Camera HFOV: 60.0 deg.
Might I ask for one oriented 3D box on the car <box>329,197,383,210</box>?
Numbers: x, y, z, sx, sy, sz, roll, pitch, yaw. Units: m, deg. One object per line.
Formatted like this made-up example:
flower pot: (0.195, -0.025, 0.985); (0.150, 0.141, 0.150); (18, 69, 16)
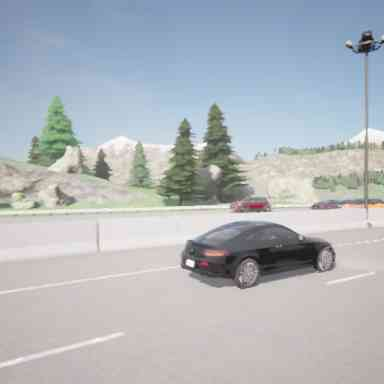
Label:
car: (14.237, 1.299, 27.887); (4.553, 1.767, 2.097); (0, 0, -24)

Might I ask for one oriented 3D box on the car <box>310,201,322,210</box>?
car: (14.855, 1.492, 35.806); (4.181, 1.385, 1.994); (0, 0, -23)

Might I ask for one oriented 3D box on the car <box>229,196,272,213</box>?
car: (6.241, 1.267, 35.704); (4.553, 1.767, 2.097); (0, 0, -25)

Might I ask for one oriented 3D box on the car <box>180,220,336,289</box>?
car: (1.896, 1.504, 9.059); (4.674, 1.442, 1.812); (0, 0, -33)

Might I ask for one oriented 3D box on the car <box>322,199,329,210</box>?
car: (15.371, 1.443, 32.227); (4.892, 1.490, 1.837); (0, 0, -23)
